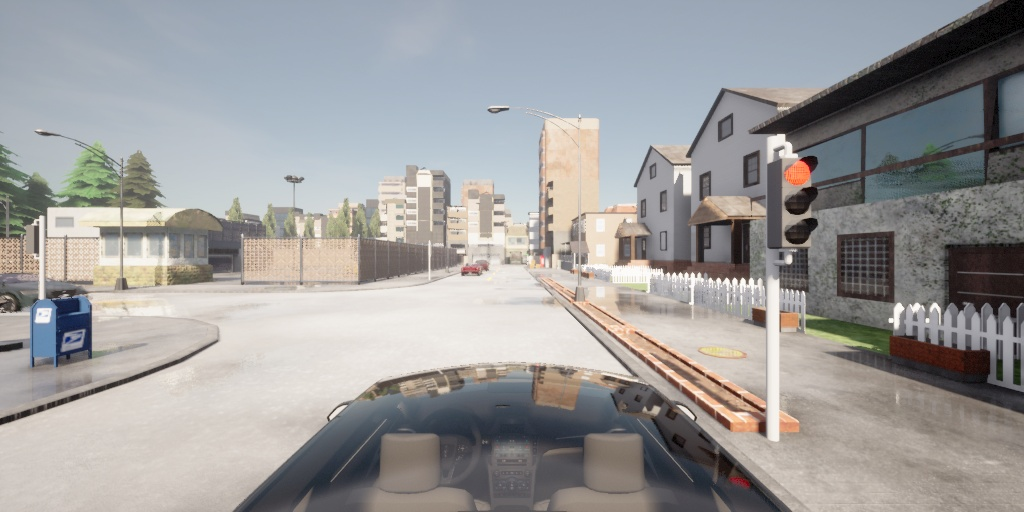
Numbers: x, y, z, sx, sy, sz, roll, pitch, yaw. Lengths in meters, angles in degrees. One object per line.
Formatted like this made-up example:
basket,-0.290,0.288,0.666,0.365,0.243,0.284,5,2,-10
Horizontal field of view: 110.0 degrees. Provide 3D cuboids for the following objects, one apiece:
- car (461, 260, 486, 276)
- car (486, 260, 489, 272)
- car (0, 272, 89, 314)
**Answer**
car,-4.106,1.351,37.220,1.895,1.301,4.718,0,0,0
car,-4.093,1.228,47.726,1.882,1.535,5.008,0,0,0
car,-18.525,1.314,13.247,4.181,1.385,1.994,0,0,0
